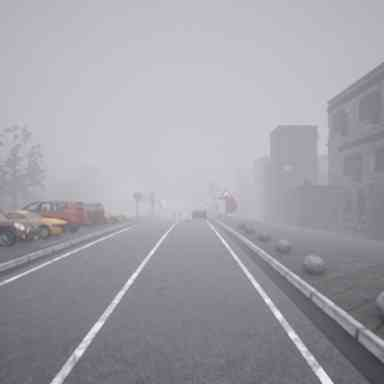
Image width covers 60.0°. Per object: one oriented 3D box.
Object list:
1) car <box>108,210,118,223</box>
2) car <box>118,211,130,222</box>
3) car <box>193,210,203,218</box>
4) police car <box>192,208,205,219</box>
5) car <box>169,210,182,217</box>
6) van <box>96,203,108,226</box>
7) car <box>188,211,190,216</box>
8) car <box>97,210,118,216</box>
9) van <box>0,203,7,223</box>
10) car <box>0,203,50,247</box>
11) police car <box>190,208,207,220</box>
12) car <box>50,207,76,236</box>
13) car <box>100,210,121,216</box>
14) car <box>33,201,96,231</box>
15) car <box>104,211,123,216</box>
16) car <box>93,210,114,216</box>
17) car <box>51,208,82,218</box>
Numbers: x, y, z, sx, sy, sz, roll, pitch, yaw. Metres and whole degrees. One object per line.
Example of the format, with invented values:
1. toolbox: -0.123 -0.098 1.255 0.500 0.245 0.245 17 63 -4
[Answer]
1. car: -9.564 2.100 30.602 4.553 1.767 2.185 0 -3 0
2. car: -9.360 2.356 33.513 5.366 1.575 1.946 0 -3 0
3. car: 1.062 4.002 60.744 1.812 1.442 4.674 0 -4 0
4. police car: 1.039 3.531 54.866 1.930 1.638 5.238 0 -4 0
5. car: -3.124 4.644 70.999 2.128 1.511 4.902 0 -4 0
6. van: -9.636 1.874 27.572 4.442 1.987 1.878 0 -2 0
7. car: 0.166 4.996 81.252 2.097 1.767 4.553 0 -4 0
8. car: -21.767 5.481 85.591 4.892 1.521 2.231 0 -4 0
9. van: -21.699 2.162 34.119 4.442 1.987 1.878 0 -3 0
10. car: -9.466 1.542 15.431 4.553 1.767 2.185 0 -2 0
11. police car: 1.009 2.910 44.876 1.930 1.638 5.238 0 -3 0
12. car: -9.466 1.766 18.461 5.008 1.535 2.097 0 -2 0
13. car: -21.764 5.685 88.858 5.008 1.535 2.097 0 -4 0
14. car: -9.516 1.611 21.385 5.566 2.045 2.435 0 -2 0
15. car: -21.741 5.923 91.998 4.674 1.452 2.002 0 -4 0
16. car: -21.785 5.314 82.319 4.674 1.452 2.002 0 -4 0
17. car: -21.930 3.622 58.042 4.553 1.767 2.185 0 -4 0
